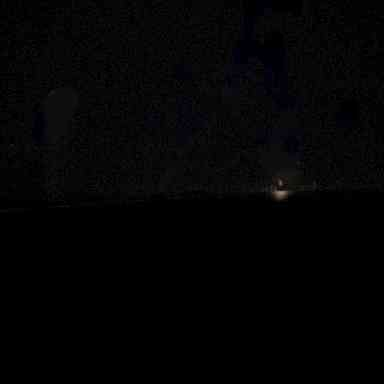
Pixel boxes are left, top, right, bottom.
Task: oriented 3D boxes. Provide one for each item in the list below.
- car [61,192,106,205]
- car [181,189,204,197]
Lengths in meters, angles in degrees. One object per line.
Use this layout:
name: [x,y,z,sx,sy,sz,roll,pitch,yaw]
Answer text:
car: [-13.008,0.755,40.136,2.033,1.411,5.357,-1,1,36]
car: [0.168,0.108,58.422,1.895,1.301,4.718,-1,1,36]
